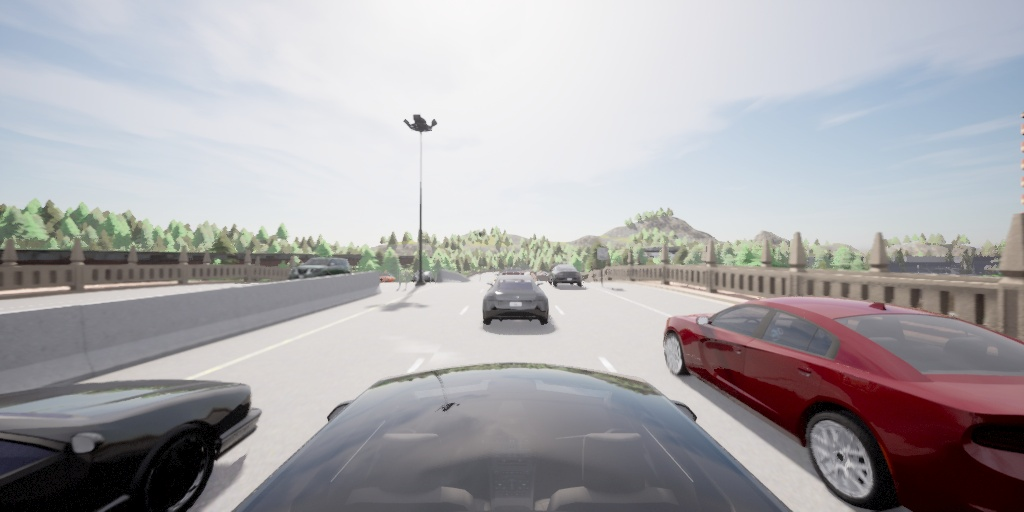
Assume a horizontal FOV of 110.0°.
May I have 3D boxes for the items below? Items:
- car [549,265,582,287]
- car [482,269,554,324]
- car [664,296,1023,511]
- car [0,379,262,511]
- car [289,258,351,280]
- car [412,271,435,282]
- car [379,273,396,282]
[{"bbox_3d":[3.607,1.360,24.755,1.812,1.442,4.674,0,-2,0],"label":"car"},{"bbox_3d":[0.104,1.313,11.991,1.994,1.385,4.181,0,0,0],"label":"car"},{"bbox_3d":[3.602,1.227,4.354,1.882,1.535,5.008,0,0,0],"label":"car"},{"bbox_3d":[-3.401,1.297,1.061,2.033,1.411,5.357,0,0,0],"label":"car"},{"bbox_3d":[-14.055,1.118,26.736,2.150,2.045,5.566,0,-2,0],"label":"car"},{"bbox_3d":[-10.494,2.502,42.882,2.128,1.511,4.902,0,-6,0],"label":"car"},{"bbox_3d":[-17.484,3.077,49.005,2.097,1.767,4.553,0,-7,0],"label":"car"}]
